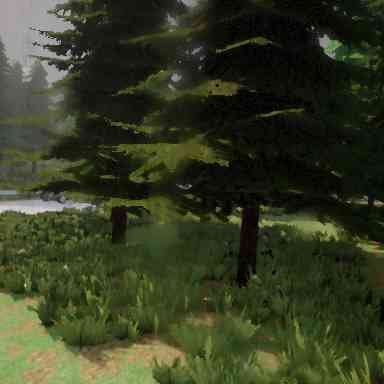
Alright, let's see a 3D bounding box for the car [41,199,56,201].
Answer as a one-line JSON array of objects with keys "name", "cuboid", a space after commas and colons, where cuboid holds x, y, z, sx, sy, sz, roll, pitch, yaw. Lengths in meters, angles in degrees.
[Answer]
[{"name": "car", "cuboid": [-9.898, 0.048, 26.705, 1.837, 1.490, 4.892, 5, 3, 24]}]
